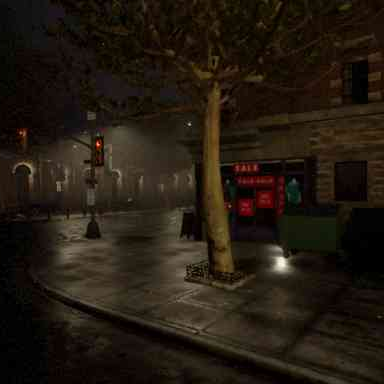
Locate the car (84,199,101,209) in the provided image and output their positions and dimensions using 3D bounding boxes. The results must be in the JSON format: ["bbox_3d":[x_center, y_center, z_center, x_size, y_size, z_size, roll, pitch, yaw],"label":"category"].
[{"bbox_3d":[-12.153,1.595,45.125,1.895,1.301,4.718,0,0,36],"label":"car"}]

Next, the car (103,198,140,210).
[{"bbox_3d":[-9.085,1.491,43.994,2.128,1.511,4.902,0,0,36],"label":"car"}]

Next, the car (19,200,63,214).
[{"bbox_3d":[-15.739,1.564,34.826,1.994,1.385,4.181,0,0,36],"label":"car"}]
